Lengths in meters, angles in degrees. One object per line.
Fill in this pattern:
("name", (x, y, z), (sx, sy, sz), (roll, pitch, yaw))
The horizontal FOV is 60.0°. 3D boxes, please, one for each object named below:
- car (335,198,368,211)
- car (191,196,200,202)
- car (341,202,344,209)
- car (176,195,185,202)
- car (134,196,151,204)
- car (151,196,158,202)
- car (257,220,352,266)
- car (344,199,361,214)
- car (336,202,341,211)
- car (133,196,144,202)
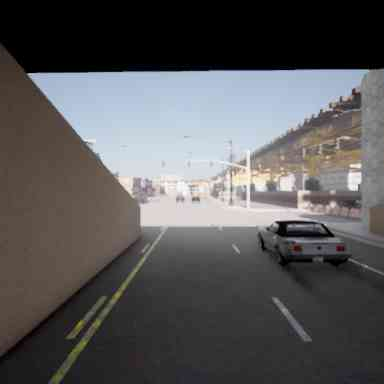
("car", (17.589, 1.345, 36.603), (4.536, 1.218, 1.853), (0, 0, -45))
("car", (0.860, 1.473, 75.112), (1.994, 1.385, 4.181), (0, 0, 1))
("car", (17.446, 1.496, 31.959), (2.038, 1.542, 4.974), (0, 0, -35))
("car", (-2.639, 1.446, 75.200), (2.128, 1.511, 4.902), (0, 0, 1))
("car", (-9.898, 1.594, 65.518), (1.837, 1.490, 4.892), (0, 0, 2))
("car", (-9.489, 1.635, 81.173), (1.812, 1.442, 4.674), (0, 0, 1))
("car", (3.566, 1.617, 11.565), (1.895, 1.301, 4.718), (0, 0, 0))
("car", (17.476, 1.339, 31.917), (1.853, 1.218, 4.536), (0, 0, -35))
("car", (17.553, 1.503, 36.566), (4.974, 1.542, 2.038), (0, 0, -45))
("car", (-12.989, 1.664, 81.192), (1.994, 1.385, 4.181), (0, 0, 1))
